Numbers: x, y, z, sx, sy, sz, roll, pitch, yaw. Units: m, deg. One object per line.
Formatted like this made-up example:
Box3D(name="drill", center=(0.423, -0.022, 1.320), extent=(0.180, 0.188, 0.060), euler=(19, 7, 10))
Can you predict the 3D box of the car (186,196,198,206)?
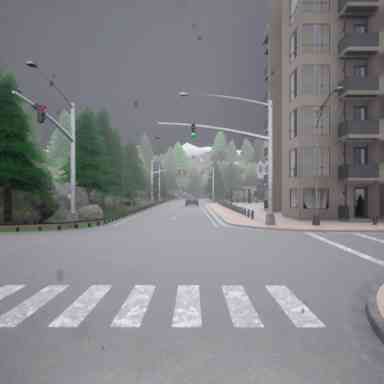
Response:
Box3D(name="car", center=(0.006, 1.412, 56.244), extent=(2.097, 1.767, 4.553), euler=(0, 0, 1))
